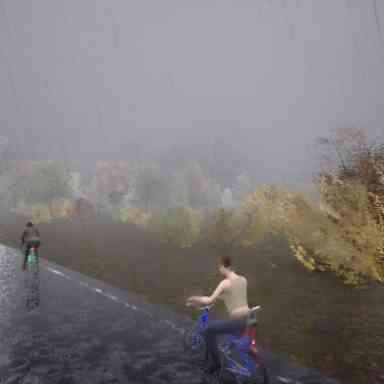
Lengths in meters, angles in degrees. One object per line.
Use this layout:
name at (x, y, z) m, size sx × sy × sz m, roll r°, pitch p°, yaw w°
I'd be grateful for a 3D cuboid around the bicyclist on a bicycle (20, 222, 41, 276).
bicyclist on a bicycle at (-5.125, 1.781, 10.544) m, size 0.582 × 1.620 × 1.656 m, roll 3°, pitch -3°, yaw -42°

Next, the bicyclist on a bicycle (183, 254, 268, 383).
bicyclist on a bicycle at (0.371, 1.605, 4.295) m, size 0.866 × 1.612 × 1.509 m, roll 2°, pitch -2°, yaw -40°
